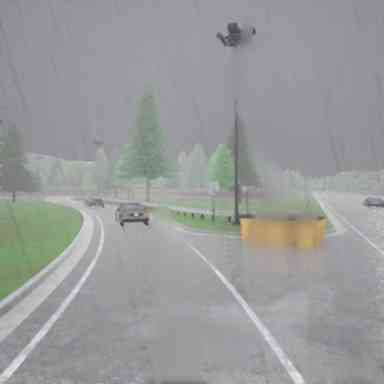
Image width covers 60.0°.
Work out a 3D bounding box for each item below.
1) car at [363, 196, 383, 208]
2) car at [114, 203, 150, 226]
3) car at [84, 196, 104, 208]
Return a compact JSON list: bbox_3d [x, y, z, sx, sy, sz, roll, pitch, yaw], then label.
[{"bbox_3d":[23.172,1.244,42.420,1.994,1.385,4.181,0,0,19],"label":"car"},{"bbox_3d":[-4.150,1.434,22.589,2.033,1.411,5.357,0,0,-18],"label":"car"},{"bbox_3d":[-13.064,1.301,44.225,1.837,1.490,4.892,0,0,-27],"label":"car"}]
